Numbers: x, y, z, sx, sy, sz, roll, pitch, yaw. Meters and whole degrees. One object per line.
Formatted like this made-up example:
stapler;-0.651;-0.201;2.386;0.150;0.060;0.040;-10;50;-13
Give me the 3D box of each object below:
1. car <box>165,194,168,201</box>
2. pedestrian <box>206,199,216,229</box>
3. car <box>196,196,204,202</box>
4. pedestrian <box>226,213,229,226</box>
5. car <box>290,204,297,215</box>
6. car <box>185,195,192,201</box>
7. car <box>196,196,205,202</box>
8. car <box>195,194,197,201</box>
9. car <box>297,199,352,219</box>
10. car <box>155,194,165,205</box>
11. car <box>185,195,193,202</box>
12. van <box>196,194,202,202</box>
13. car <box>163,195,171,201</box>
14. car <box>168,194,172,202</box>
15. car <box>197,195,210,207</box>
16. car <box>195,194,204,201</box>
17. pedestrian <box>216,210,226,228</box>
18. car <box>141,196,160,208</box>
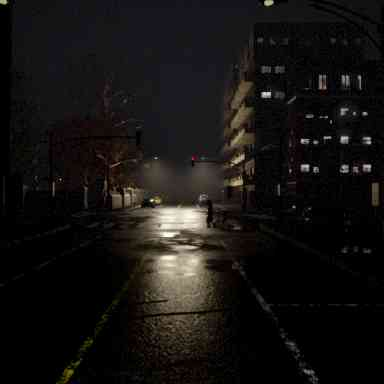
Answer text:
car;-6.324;1.377;64.409;2.192;1.841;5.009;0;0;-1
pedestrian;1.092;1.301;20.060;0.375;1.860;0.375;0;0;-1
car;1.888;1.642;81.381;1.887;1.381;4.507;0;0;-1
pedestrian;2.153;1.683;21.269;0.500;1.100;0.500;0;0;-1
car;13.118;1.619;35.386;5.009;1.841;2.192;1;-1;-1
car;-0.856;1.486;86.708;1.837;1.490;4.892;0;0;-1
car;1.943;1.635;75.751;2.008;1.369;4.403;0;0;-1
car;2.000;1.513;70.121;1.967;1.590;4.097;0;0;-1
car;13.185;1.645;32.753;4.553;1.767;2.097;1;0;-2
car;-6.266;1.577;58.609;1.752;1.417;4.829;0;0;-1
car;-0.754;1.624;76.289;2.033;1.411;5.357;0;0;-1
van;2.112;1.393;58.862;1.690;1.788;3.998;0;0;-1
car;-6.547;1.550;86.928;1.967;1.590;4.097;0;0;-1
car;-6.492;1.537;81.299;1.967;1.590;4.097;0;0;-1
car;2.167;1.588;53.231;1.887;1.381;4.507;0;0;-1
car;1.833;1.425;87.011;2.192;1.841;5.009;0;0;-1
pedestrian;1.676;1.682;20.665;0.500;1.100;0.500;0;0;-1
car;-6.157;1.601;47.518;1.947;1.339;4.313;0;0;-1
